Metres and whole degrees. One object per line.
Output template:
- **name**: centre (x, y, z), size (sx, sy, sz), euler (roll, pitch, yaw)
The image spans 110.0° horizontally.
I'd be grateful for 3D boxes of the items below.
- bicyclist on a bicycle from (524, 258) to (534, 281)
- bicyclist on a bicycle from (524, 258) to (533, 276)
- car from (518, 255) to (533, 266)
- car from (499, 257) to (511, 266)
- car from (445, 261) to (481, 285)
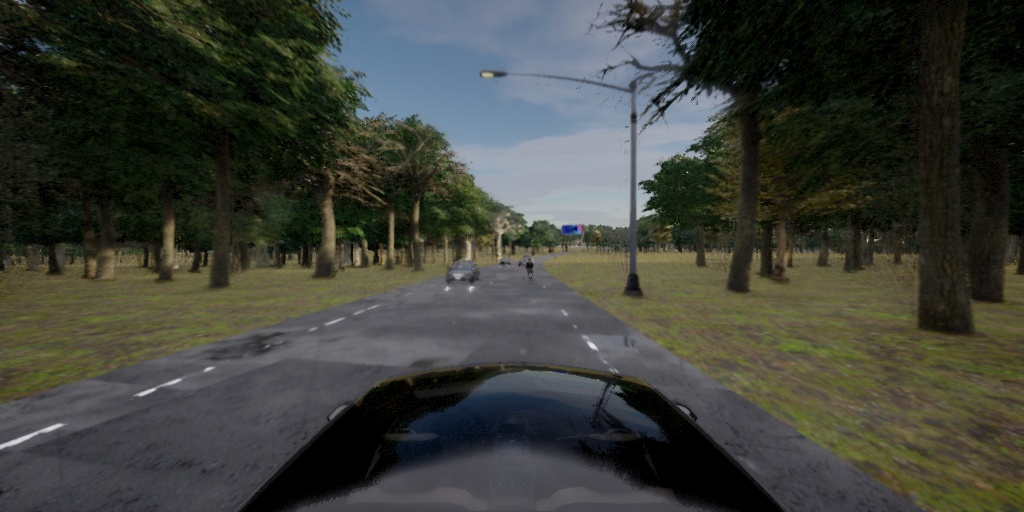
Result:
- **bicyclist on a bicycle**: centre (1.261, 0.996, 25.053), size (0.659, 1.776, 1.843), euler (0, 1, 2)
- **bicyclist on a bicycle**: centre (1.532, 1.026, 33.696), size (0.866, 1.612, 1.509), euler (0, 0, 2)
- **car**: centre (2.160, 0.992, 62.290), size (2.128, 1.511, 4.902), euler (0, 0, 5)
- **car**: centre (-1.186, 0.972, 65.376), size (1.837, 1.490, 4.892), euler (0, 1, 4)
- **car**: centre (-3.283, 1.104, 24.751), size (2.128, 1.511, 4.902), euler (0, 0, 2)
